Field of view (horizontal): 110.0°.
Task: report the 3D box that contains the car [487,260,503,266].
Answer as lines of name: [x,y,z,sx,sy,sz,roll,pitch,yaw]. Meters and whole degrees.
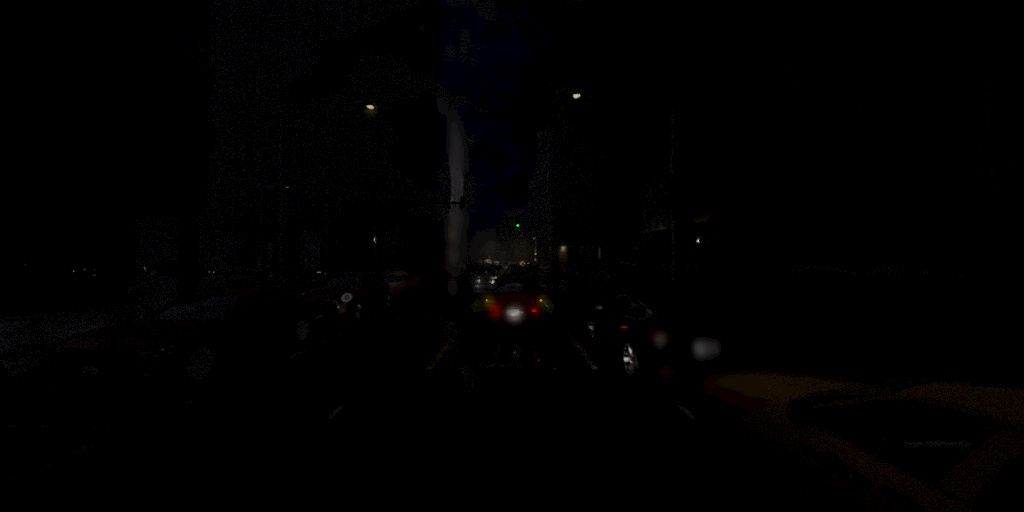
car: [-2.943,1.815,64.940,2.128,1.511,4.902,0,-1,1]

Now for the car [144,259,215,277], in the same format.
car: [-27.282,0.998,29.534,4.892,1.490,1.837,1,0,0]

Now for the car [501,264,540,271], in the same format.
car: [0.877,1.460,23.586,1.837,1.490,4.892,-1,-1,10]

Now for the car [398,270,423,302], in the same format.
car: [-5.739,1.421,17.882,1.751,1.417,4.829,0,0,0]

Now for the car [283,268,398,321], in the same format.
car: [-5.747,1.286,12.595,1.967,1.591,4.097,0,0,0]

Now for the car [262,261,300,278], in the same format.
car: [-17.782,1.181,29.536,4.892,1.490,1.837,1,0,0]

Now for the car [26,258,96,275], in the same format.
car: [-37.205,0.869,29.535,4.181,1.385,1.994,1,0,0]

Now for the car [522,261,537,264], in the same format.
car: [2.832,1.624,50.008,1.967,1.591,4.097,0,0,0]

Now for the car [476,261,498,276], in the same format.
car: [-3.037,1.663,44.868,1.812,1.442,4.674,0,-1,0]

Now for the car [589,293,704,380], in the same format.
car: [2.771,1.363,7.128,1.948,1.339,4.313,0,0,0]

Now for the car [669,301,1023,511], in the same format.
car: [2.763,1.275,1.842,1.751,1.417,4.829,0,0,0]

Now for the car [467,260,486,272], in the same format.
car: [-5.686,1.550,55.458,2.192,1.841,5.009,0,0,0]

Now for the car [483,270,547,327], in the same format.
car: [0.100,1.364,11.730,1.812,1.442,4.674,0,0,0]

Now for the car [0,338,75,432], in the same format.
car: [-5.762,1.301,1.681,2.007,1.370,4.403,0,0,0]

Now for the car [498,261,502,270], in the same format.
car: [-3.010,1.793,54.835,1.994,1.385,4.181,0,-1,1]

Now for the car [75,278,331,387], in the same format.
car: [-5.755,1.343,7.138,1.888,1.381,4.507,0,0,0]
